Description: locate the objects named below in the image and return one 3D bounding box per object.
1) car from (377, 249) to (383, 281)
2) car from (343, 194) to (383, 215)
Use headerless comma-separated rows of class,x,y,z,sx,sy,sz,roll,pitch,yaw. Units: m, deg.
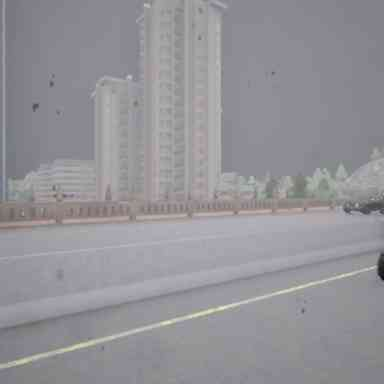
car,6.525,1.561,8.401,4.181,1.385,1.994,0,0,-35
car,17.722,1.248,33.895,5.566,2.045,2.150,0,0,-36
